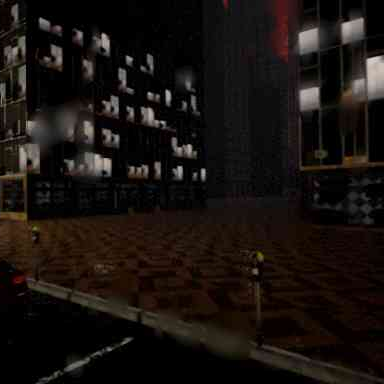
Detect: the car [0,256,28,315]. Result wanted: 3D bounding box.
[{"bbox_3d":[-4.713,1.574,6.254,4.206,1.307,1.802,0,-1,36],"label":"car"}]
